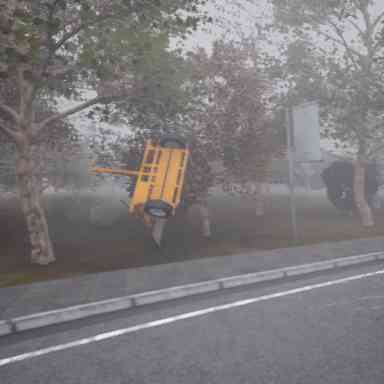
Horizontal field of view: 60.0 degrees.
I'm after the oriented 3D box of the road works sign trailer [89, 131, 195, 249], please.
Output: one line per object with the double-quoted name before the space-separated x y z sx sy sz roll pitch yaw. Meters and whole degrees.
"road works sign trailer" -1.337 0.095 10.279 2.880 2.380 3.560 6 -26 9
